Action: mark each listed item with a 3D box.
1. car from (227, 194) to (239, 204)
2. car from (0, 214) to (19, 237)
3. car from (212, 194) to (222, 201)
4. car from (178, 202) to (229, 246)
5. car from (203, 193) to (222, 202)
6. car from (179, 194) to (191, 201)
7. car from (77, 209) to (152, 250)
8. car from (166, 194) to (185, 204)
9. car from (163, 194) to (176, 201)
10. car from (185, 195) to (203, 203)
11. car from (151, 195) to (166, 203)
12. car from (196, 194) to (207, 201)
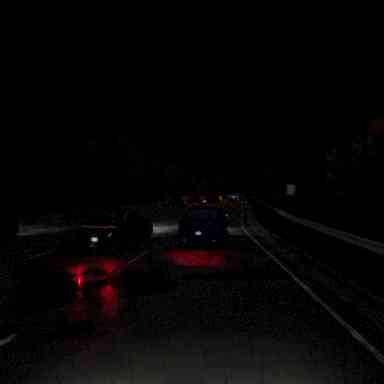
[{"bbox_3d":[7.499,1.504,62.107,1.895,1.301,4.718,0,0,8],"label":"car"},{"bbox_3d":[-10.053,1.312,15.034,2.097,1.767,4.553,0,0,8],"label":"car"},{"bbox_3d":[5.512,1.193,72.488,1.882,1.535,5.008,0,0,8],"label":"car"},{"bbox_3d":[0.613,1.452,15.355,1.882,1.535,5.008,0,0,9],"label":"car"},{"bbox_3d":[3.976,1.120,62.212,2.150,2.045,5.566,0,0,8],"label":"car"},{"bbox_3d":[-1.411,1.256,73.523,1.994,1.385,4.181,0,0,8],"label":"car"},{"bbox_3d":[-3.098,1.463,14.199,2.128,1.511,4.902,0,0,9],"label":"car"},{"bbox_3d":[-2.952,1.434,63.217,2.033,1.411,5.357,0,0,8],"label":"car"},{"bbox_3d":[-4.873,1.175,74.040,1.882,1.535,5.008,0,0,8],"label":"car"},{"bbox_3d":[0.510,1.370,62.700,1.882,1.535,5.008,0,0,8],"label":"car"},{"bbox_3d":[-6.413,1.428,63.735,2.033,1.411,5.357,0,0,8],"label":"car"},{"bbox_3d":[2.050,1.262,73.005,1.994,1.385,4.181,0,0,8],"label":"car"}]
